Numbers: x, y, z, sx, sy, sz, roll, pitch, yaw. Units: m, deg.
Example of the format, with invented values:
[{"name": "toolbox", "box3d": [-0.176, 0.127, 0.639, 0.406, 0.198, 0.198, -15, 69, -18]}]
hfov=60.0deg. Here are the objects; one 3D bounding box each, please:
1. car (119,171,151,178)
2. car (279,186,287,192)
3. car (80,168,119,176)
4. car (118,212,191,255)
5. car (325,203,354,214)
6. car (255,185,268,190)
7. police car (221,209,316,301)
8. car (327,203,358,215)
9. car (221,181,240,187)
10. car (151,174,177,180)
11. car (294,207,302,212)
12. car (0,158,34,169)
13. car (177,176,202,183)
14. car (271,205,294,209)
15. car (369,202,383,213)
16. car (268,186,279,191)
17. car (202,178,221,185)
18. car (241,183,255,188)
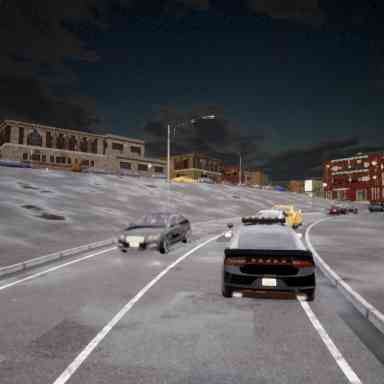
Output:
[{"name": "car", "box3d": [-9.519, -2.506, 51.894, 4.892, 1.521, 2.231, 3, -5, -40]}, {"name": "car", "box3d": [21.730, -0.427, 83.486, 2.435, 2.045, 5.566, -3, -6, 40]}, {"name": "car", "box3d": [-13.748, -2.738, 48.354, 4.892, 1.521, 2.231, 3, -5, -40]}, {"name": "car", "box3d": [-1.405, 1.633, 14.194, 2.128, 1.511, 4.902, -1, -1, 16]}, {"name": "car", "box3d": [21.462, 2.355, 48.269, 4.892, 1.490, 1.837, 1, -4, -40]}, {"name": "car", "box3d": [14.353, -0.848, 75.006, 2.231, 1.521, 4.892, -4, -6, 43]}, {"name": "police car", "box3d": [1.854, 1.457, 8.624, 1.930, 1.638, 5.238, -1, 0, 10]}, {"name": "car", "box3d": [18.838, 2.075, 41.351, 4.674, 1.442, 1.812, 1, -4, -40]}, {"name": "car", "box3d": [6.833, -1.391, 67.078, 4.792, 1.488, 2.163, 4, -6, -45]}, {"name": "car", "box3d": [-5.336, -2.211, 55.527, 4.674, 1.452, 2.002, 4, -5, -41]}, {"name": "car", "box3d": [6.432, 1.663, 23.046, 1.882, 1.535, 5.008, -2, -2, 25]}, {"name": "car", "box3d": [-22.142, -3.296, 41.357, 4.553, 1.767, 2.185, 3, -5, -40]}, {"name": "car", "box3d": [-1.232, -1.983, 59.255, 5.008, 1.535, 2.097, 4, -6, -42]}, {"name": "car", "box3d": [4.255, 1.641, 17.748, 1.812, 1.442, 4.674, -1, -1, 19]}, {"name": "car", "box3d": [27.913, 2.254, 49.011, 4.902, 1.511, 2.128, 2, -4, -39]}, {"name": "car", "box3d": [18.089, -0.651, 79.223, 2.185, 1.767, 4.553, -4, -6, 41]}, {"name": "car", "box3d": [2.773, -1.836, 63.058, 4.553, 1.767, 2.185, 4, -6, -43]}, {"name": "car", "box3d": [10.669, -1.096, 71.035, 2.002, 1.452, 4.674, -4, -6, 44]}]
